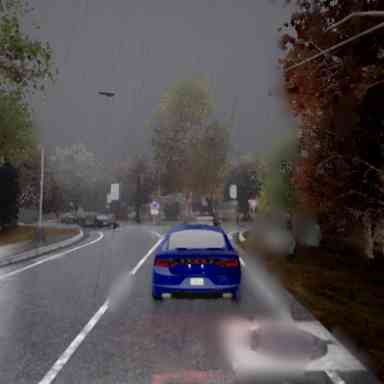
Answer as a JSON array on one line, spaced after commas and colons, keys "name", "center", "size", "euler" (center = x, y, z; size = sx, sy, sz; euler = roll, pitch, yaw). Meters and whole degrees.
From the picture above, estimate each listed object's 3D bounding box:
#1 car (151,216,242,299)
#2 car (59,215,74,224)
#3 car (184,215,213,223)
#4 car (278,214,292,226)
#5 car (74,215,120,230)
[{"name": "car", "center": [0.110, 1.586, 8.698], "size": [1.882, 1.535, 5.008], "euler": [0, -1, 0]}, {"name": "car", "center": [-19.249, 4.390, 53.440], "size": [1.882, 1.535, 5.008], "euler": [-2, -4, 14]}, {"name": "car", "center": [1.379, 5.306, 65.824], "size": [5.357, 1.411, 2.033], "euler": [-1, -4, 17]}, {"name": "car", "center": [13.015, 3.896, 46.229], "size": [1.837, 1.490, 4.892], "euler": [1, -4, 16]}, {"name": "car", "center": [-9.353, 3.001, 33.215], "size": [2.033, 1.411, 5.357], "euler": [4, -6, -44]}]
